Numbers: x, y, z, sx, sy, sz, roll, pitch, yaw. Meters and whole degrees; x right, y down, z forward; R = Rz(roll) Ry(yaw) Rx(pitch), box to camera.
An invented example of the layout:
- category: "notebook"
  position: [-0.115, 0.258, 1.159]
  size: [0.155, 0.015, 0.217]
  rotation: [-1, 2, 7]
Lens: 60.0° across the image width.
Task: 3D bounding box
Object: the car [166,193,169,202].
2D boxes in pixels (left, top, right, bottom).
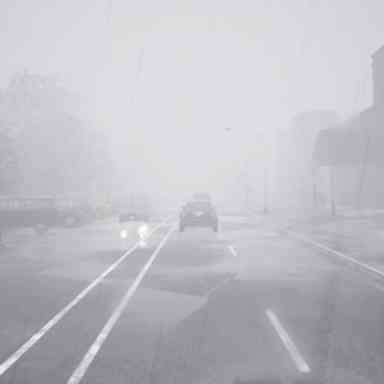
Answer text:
- category: "car"
  position: [-7.075, 1.354, 58.973]
  size: [4.674, 1.452, 2.002]
  rotation: [-1, 0, -16]

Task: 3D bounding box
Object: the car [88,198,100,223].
- category: "car"
  position: [-9.056, 1.254, 23.386]
  size: [4.553, 1.767, 2.185]
  rotation: [-1, 0, -18]

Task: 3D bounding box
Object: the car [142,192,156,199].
- category: "car"
  position: [-8.154, 1.075, 44.145]
  size: [5.566, 2.045, 2.435]
  rotation: [-1, 0, -17]

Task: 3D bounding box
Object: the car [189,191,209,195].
- category: "car"
  position: [1.132, 1.066, 38.060]
  size: [2.150, 2.045, 5.566]
  rotation: [0, 0, 3]

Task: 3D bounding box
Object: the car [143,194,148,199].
- category: "car"
  position: [-8.300, 1.371, 41.195]
  size: [4.674, 1.452, 2.002]
  rotation: [-1, 0, -17]

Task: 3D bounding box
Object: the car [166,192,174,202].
- category: "car"
  position: [-6.572, 1.353, 64.854]
  size: [4.674, 1.452, 2.002]
  rotation: [-1, 0, -15]

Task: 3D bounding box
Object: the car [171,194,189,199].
- category: "car"
  position: [-3.412, 1.243, 94.377]
  size: [4.792, 1.488, 2.163]
  rotation: [-1, 0, -13]

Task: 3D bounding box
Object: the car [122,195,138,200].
- category: "car"
  position: [-8.617, 1.345, 35.262]
  size: [4.892, 1.521, 2.231]
  rotation: [-1, 0, -17]

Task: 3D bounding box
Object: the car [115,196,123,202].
- category: "car"
  position: [-8.841, 1.389, 29.331]
  size: [4.792, 1.488, 2.163]
  rotation: [-1, 0, -18]

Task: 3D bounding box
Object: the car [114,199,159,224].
- category: "car"
  position: [-3.832, 1.454, 23.568]
  size: [1.994, 1.385, 4.181]
  rotation: [0, 0, 2]

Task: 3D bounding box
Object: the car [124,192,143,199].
- category: "car"
  position: [-8.428, 1.211, 38.229]
  size: [4.553, 1.767, 2.185]
  rotation: [-1, 0, -17]

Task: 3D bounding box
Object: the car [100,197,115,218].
- category: "car"
  position: [-8.979, 1.369, 26.350]
  size: [5.008, 1.535, 2.097]
  rotation: [-1, 0, -18]

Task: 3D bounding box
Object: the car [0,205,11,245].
- category: "car"
  position: [-9.385, 1.430, 11.506]
  size: [5.008, 1.535, 2.097]
  rotation: [-1, 0, -19]

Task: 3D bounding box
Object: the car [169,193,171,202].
- category: "car"
  position: [-6.812, 1.354, 61.916]
  size: [4.674, 1.452, 2.002]
  rotation: [0, -1, -15]

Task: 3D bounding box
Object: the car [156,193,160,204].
- category: "car"
  position: [-7.742, 1.359, 50.087]
  size: [4.674, 1.452, 2.002]
  rotation: [-1, 0, -16]

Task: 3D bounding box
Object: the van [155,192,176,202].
- category: "van"
  position: [-5.856, 1.076, 73.694]
  size: [4.442, 1.987, 1.878]
  rotation: [-1, 0, -14]

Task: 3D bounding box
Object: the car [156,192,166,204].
- category: "car"
  position: [-7.353, 1.310, 53.102]
  size: [5.366, 1.575, 1.946]
  rotation: [-1, 0, -16]

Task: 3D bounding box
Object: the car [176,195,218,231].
- category: "car"
  position: [0.409, 1.256, 19.923]
  size: [2.097, 1.767, 4.553]
  rotation: [0, 0, 2]

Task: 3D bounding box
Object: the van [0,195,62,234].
- category: "van"
  position: [-9.369, 1.180, 17.398]
  size: [4.442, 1.987, 1.878]
  rotation: [-1, 1, -19]

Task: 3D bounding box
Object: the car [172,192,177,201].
- category: "car"
  position: [-6.494, 1.310, 67.766]
  size: [5.366, 1.575, 1.946]
  rotation: [-1, 0, -15]

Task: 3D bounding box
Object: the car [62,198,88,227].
- category: "car"
  position: [-9.186, 1.391, 20.416]
  size: [5.008, 1.535, 2.097]
  rotation: [-1, 0, -19]

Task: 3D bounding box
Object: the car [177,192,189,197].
- category: "car"
  position: [-1.233, 1.295, 65.079]
  size: [1.882, 1.535, 5.008]
  rotation: [0, 0, 5]

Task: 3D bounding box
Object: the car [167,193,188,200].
- category: "car"
  position: [-3.928, 1.231, 91.402]
  size: [5.366, 1.575, 1.946]
  rotation: [-1, 1, -13]

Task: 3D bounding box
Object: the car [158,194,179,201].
- category: "car"
  position: [-5.438, 1.333, 76.685]
  size: [4.674, 1.452, 2.002]
  rotation: [-1, 0, -14]
